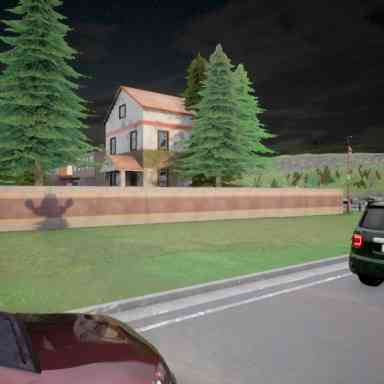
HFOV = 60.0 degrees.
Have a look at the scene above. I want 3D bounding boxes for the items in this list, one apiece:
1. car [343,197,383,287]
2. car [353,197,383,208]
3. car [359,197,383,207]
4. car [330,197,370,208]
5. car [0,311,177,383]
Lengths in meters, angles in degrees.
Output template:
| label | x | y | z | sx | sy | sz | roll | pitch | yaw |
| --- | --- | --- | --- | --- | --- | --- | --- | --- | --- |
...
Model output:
| label | x | y | z | sx | sy | sz | roll | pitch | yaw |
| --- | --- | --- | --- | --- | --- | --- | --- | --- | --- |
| car | 6.094 | 1.221 | 8.116 | 5.566 | 2.045 | 2.150 | 0 | 0 | -35 |
| car | 26.669 | 1.505 | 49.071 | 1.837 | 1.490 | 4.892 | 0 | 0 | -36 |
| car | 28.773 | 1.564 | 52.131 | 1.994 | 1.385 | 4.181 | 0 | 0 | -37 |
| car | 22.891 | 1.491 | 48.314 | 2.128 | 1.511 | 4.902 | 0 | 0 | -36 |
| car | -2.138 | 1.564 | 2.339 | 4.181 | 1.385 | 1.994 | 0 | 0 | -34 |
